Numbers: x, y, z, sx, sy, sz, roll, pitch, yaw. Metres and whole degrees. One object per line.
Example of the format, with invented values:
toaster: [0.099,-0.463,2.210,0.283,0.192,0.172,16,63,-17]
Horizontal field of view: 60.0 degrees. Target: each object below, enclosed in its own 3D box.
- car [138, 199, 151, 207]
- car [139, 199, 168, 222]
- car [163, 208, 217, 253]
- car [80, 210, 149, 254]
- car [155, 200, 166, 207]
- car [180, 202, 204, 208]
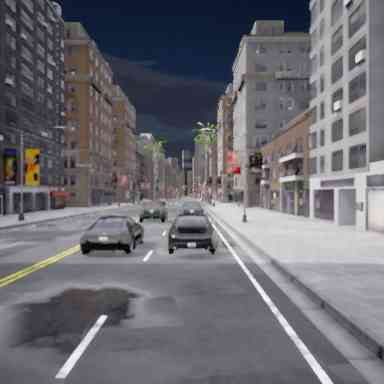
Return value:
car: [-9.783,2.193,68.986,1.882,1.535,5.008,0,-1,0]
car: [-3.262,1.640,29.056,2.097,1.767,4.553,0,-1,0]
car: [-0.002,1.649,14.292,1.837,1.490,4.892,0,0,0]
car: [-3.253,1.705,14.241,1.994,1.385,4.181,0,-1,0]
car: [-6.533,2.316,69.236,1.895,1.301,4.718,0,-1,0]
car: [-0.011,1.640,29.068,2.097,1.767,4.553,0,-1,0]
